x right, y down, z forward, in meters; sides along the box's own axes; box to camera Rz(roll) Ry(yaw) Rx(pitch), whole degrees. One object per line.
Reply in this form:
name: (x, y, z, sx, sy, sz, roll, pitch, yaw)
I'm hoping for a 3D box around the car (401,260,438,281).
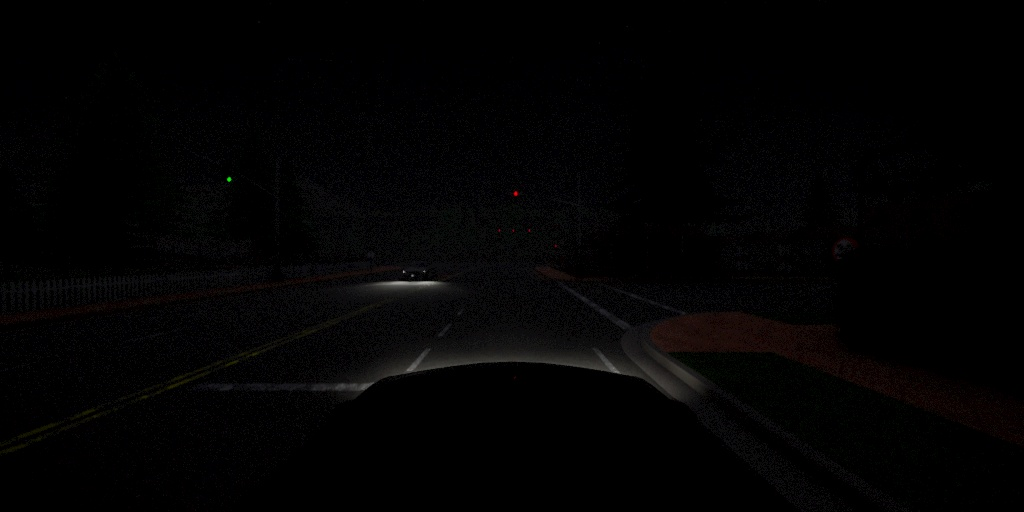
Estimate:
car: (-7.001, 1.078, 27.577, 1.812, 1.442, 4.674, 0, 1, 0)
